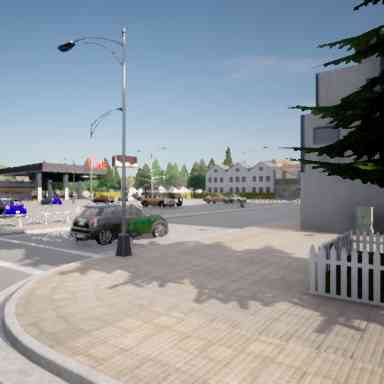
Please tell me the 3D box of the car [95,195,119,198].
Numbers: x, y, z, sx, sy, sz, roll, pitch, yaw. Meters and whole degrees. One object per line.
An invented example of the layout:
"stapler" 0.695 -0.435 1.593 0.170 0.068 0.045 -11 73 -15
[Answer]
"car" -15.617 1.294 58.716 4.514 1.523 2.007 0 0 36

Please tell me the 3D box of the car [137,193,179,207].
"car" -4.407 1.095 42.666 4.605 1.855 1.932 0 0 36

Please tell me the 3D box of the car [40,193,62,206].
"car" -21.531 1.315 50.661 3.633 1.501 1.845 0 0 36

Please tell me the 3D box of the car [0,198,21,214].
"car" -19.699 1.381 34.496 3.806 1.475 1.970 0 0 36

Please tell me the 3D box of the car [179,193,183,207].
"car" -3.031 1.074 45.258 3.866 1.878 1.905 0 0 36

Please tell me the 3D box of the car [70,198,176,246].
"car" -3.240 1.335 15.630 2.097 1.767 4.553 0 0 42

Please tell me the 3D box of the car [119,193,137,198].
"car" -14.591 1.356 73.328 3.806 1.475 1.970 0 0 36

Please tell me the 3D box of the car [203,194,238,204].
"car" 4.497 1.151 55.604 5.027 1.636 2.152 0 0 36

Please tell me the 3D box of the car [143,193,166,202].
"car" -7.713 1.093 68.369 4.605 1.855 1.932 0 0 36

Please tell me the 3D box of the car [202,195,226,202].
"car" 4.466 1.295 68.092 4.514 1.523 2.007 0 0 36

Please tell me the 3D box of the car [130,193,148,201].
"car" -12.141 1.072 75.656 3.866 1.878 1.905 0 0 36

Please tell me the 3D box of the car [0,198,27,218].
"car" -15.452 1.371 27.720 3.633 1.501 1.845 0 0 36

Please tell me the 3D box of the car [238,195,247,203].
"car" 8.011 1.230 60.983 3.806 1.475 1.970 0 0 36
